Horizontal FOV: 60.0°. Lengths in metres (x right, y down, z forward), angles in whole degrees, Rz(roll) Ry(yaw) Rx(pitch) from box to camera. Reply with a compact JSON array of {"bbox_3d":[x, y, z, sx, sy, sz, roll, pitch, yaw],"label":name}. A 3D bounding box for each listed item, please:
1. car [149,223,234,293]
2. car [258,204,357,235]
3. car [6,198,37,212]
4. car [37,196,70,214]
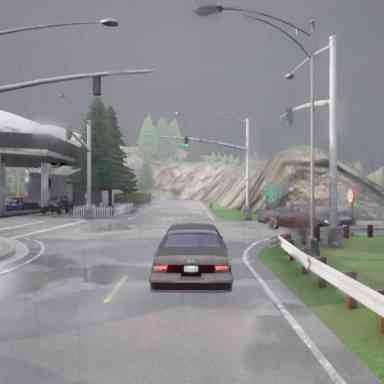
[{"bbox_3d":[0.021,1.551,9.007,2.033,1.411,5.357,0,0,1],"label":"car"},{"bbox_3d":[5.953,1.370,17.885,2.033,1.411,5.357,0,0,-33],"label":"car"},{"bbox_3d":[-20.274,1.494,40.016,2.242,1.667,4.611,0,0,-1],"label":"car"},{"bbox_3d":[-14.563,1.325,35.744,1.905,1.878,3.866,0,0,-1],"label":"car"}]
